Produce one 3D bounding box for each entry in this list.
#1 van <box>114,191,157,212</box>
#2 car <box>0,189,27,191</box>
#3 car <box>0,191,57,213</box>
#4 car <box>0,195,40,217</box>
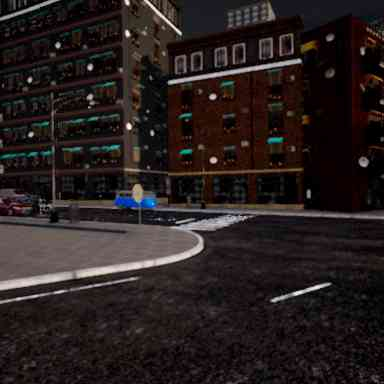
[{"bbox_3d":[-5.106,0.799,30.117,3.998,1.788,1.690,1,0,25],"label":"van"},{"bbox_3d":[-20.451,0.582,37.187,5.009,1.841,2.192,1,0,25],"label":"car"},{"bbox_3d":[-13.416,0.960,27.555,4.902,1.511,2.128,1,1,25],"label":"car"},{"bbox_3d":[-13.824,1.096,24.906,4.206,1.307,1.802,1,0,25],"label":"car"}]
